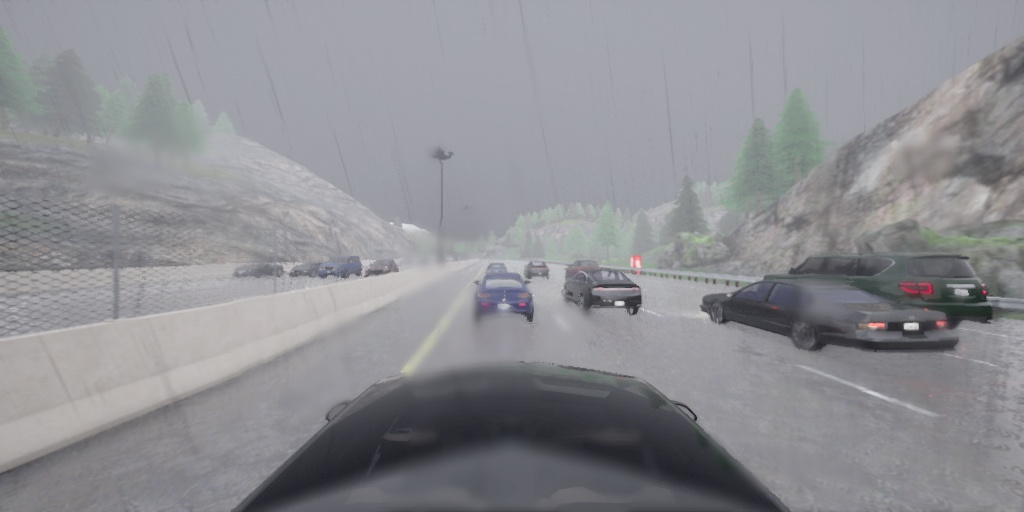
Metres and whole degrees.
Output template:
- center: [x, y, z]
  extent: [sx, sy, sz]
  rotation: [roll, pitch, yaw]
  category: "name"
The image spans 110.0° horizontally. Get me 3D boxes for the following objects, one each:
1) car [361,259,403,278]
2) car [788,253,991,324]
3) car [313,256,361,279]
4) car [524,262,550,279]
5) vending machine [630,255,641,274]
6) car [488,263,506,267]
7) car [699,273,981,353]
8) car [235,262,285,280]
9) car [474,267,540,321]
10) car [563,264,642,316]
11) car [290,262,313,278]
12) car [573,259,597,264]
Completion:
- center: [-12.175, 1.122, 33.930]
  extent: [2.097, 1.767, 4.553]
  rotation: [0, 0, -3]
  category: "car"
- center: [10.289, 0.946, 10.975]
  extent: [2.150, 2.045, 5.566]
  rotation: [0, 0, -2]
  category: "car"
- center: [-15.635, 0.997, 33.052]
  extent: [2.150, 2.045, 5.566]
  rotation: [0, 0, -3]
  category: "car"
- center: [2.166, 1.229, 31.732]
  extent: [2.128, 1.511, 4.902]
  rotation: [0, 0, -3]
  category: "car"
- center: [13.647, 0.906, 39.496]
  extent: [1.100, 2.100, 0.880]
  rotation: [0, 0, -3]
  category: "vending machine"
- center: [-1.274, 1.293, 30.595]
  extent: [2.033, 1.411, 5.357]
  rotation: [0, 0, -3]
  category: "car"
- center: [6.889, 1.280, 8.792]
  extent: [2.033, 1.411, 5.357]
  rotation: [0, 0, -2]
  category: "car"
- center: [-22.598, 1.286, 32.282]
  extent: [2.128, 1.511, 4.902]
  rotation: [0, 0, -3]
  category: "car"
- center: [-0.312, 1.274, 12.350]
  extent: [1.812, 1.442, 4.674]
  rotation: [0, 0, -3]
  category: "car"
- center: [3.160, 1.232, 13.317]
  extent: [2.128, 1.511, 4.902]
  rotation: [0, 0, -3]
  category: "car"
- center: [-19.211, 1.292, 34.381]
  extent: [1.837, 1.490, 4.892]
  rotation: [0, 0, -3]
  category: "car"
- center: [5.805, 1.082, 29.314]
  extent: [2.097, 1.767, 4.553]
  rotation: [0, 0, -3]
  category: "car"
